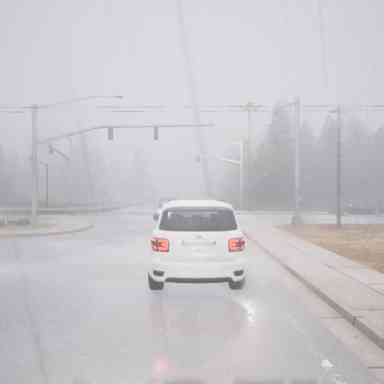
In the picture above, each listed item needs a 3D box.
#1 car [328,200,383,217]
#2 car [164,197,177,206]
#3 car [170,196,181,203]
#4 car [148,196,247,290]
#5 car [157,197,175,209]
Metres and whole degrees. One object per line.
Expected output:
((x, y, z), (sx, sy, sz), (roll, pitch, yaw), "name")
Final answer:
((15.174, 1.517, 30.623), (4.902, 1.511, 2.128), (0, 0, 1), "car")
((-3.564, 1.563, 56.019), (1.994, 1.385, 4.181), (0, 0, 0), "car")
((-3.350, 1.557, 69.547), (1.994, 1.385, 4.181), (0, 0, 1), "car")
((0.066, 1.218, 9.220), (2.150, 2.045, 5.566), (0, 0, -2), "car")
((-3.589, 1.491, 46.178), (2.128, 1.511, 4.902), (0, 0, 0), "car")
